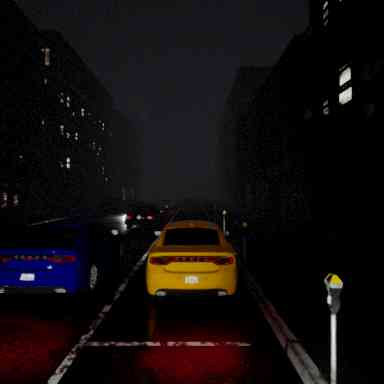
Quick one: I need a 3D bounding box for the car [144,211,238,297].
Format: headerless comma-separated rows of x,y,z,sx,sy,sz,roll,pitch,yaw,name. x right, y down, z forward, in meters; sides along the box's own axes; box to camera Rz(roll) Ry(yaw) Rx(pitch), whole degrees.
-0.005,1.478,8.649,1.882,1.535,5.008,0,0,0,car

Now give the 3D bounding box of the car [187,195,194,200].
-0.452,1.513,93.685,1.752,1.417,4.829,0,0,0,car

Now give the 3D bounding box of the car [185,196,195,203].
-0.453,1.545,70.970,2.008,1.369,4.403,0,0,0,car

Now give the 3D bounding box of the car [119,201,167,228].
-3.081,1.548,21.990,2.033,1.411,5.357,0,0,0,car

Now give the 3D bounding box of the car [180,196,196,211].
-0.454,1.525,37.323,1.752,1.417,4.829,0,0,0,car

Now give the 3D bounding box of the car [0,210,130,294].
-3.144,1.478,8.838,1.882,1.535,5.008,0,0,0,car

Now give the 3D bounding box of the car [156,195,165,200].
-8.834,1.539,93.519,2.008,1.369,4.403,0,0,0,car

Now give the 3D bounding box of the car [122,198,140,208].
-8.834,1.543,48.430,1.887,1.381,4.507,0,0,0,car

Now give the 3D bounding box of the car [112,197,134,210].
-8.834,1.439,42.793,1.967,1.590,4.097,0,0,0,car

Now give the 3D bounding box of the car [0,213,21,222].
-8.835,1.583,14.612,1.802,1.307,4.206,0,0,0,car

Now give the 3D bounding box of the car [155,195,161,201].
-8.834,1.541,87.882,2.008,1.369,4.403,0,0,0,car

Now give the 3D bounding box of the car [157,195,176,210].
-3.057,1.524,42.914,1.812,1.442,4.674,0,0,0,car

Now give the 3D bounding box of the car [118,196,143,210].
-6.231,1.491,36.277,2.128,1.511,4.902,0,0,0,car

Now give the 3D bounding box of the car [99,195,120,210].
-8.833,1.314,37.157,2.192,1.841,5.009,0,0,0,car
